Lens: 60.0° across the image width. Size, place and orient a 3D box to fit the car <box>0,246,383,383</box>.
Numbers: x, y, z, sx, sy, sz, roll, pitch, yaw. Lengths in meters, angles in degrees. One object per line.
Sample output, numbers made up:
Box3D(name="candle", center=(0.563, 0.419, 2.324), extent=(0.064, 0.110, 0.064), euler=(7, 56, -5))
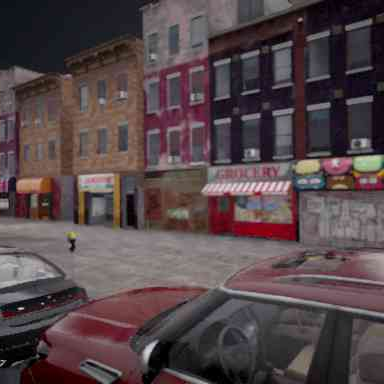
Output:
Box3D(name="car", center=(0.981, 1.315, 2.122), extent=(5.009, 1.841, 2.192), euler=(0, -1, 36))
